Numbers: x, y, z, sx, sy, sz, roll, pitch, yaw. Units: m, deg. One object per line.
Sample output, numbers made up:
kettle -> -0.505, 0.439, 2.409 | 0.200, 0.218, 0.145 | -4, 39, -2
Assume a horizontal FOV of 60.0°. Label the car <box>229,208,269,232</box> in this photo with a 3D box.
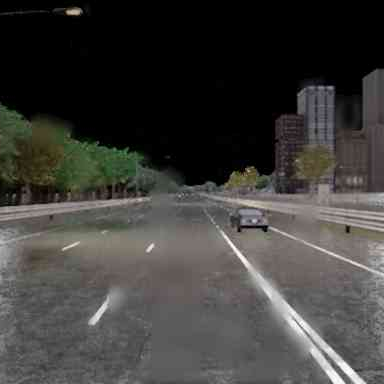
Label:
car -> 3.516, 1.696, 21.206 | 2.033, 1.411, 5.357 | 0, 0, 0
